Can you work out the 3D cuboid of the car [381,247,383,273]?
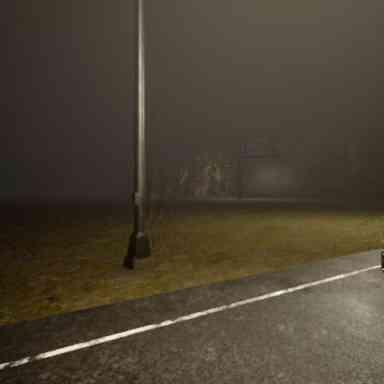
[{"bbox_3d":[7.047,1.473,9.014,5.008,1.535,1.882,0,0,-35],"label":"car"}]
